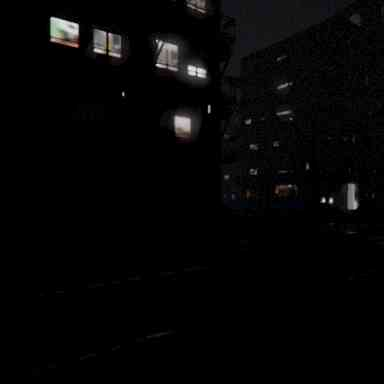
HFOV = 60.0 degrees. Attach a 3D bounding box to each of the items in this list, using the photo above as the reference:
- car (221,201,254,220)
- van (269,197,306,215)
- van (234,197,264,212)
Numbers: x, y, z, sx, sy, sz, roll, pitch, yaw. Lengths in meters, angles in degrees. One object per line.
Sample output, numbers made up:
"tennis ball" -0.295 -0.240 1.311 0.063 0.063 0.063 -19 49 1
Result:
"car" 3.075 1.733 29.578 1.802 1.307 4.206 -2 0 -36
"van" 9.812 1.402 34.496 1.690 1.788 3.998 -2 0 -36
"van" 6.496 1.476 39.011 1.690 1.788 3.998 -2 0 -36
